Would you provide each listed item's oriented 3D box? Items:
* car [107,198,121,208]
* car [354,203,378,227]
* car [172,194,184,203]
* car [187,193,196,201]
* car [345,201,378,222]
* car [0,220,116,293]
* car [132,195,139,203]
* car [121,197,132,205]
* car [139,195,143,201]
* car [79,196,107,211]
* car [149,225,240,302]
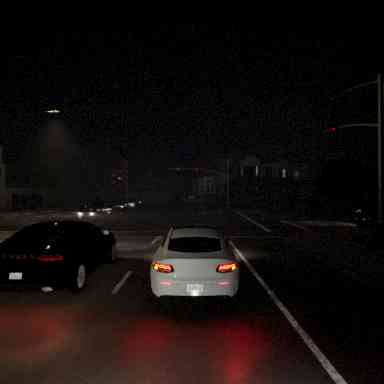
[{"bbox_3d":[-14.086,1.918,56.706,2.128,1.511,4.902,0,0,0],"label":"car"},{"bbox_3d":[13.588,1.613,21.809,4.674,1.442,1.812,0,-1,0],"label":"car"},{"bbox_3d":[-3.503,1.452,76.201,2.150,2.045,5.566,0,0,0],"label":"car"},{"bbox_3d":[-0.009,1.413,89.313,2.150,2.045,5.566,0,-1,0],"label":"car"},{"bbox_3d":[14.246,1.490,25.507,4.553,1.767,2.097,0,-1,0],"label":"car"},{"bbox_3d":[-3.430,1.498,8.971,1.882,1.535,5.008,0,0,0],"label":"car"},{"bbox_3d":[-14.008,1.821,76.343,1.895,1.301,4.718,0,1,0],"label":"car"},{"bbox_3d":[-14.019,1.910,66.479,2.033,1.411,5.357,0,1,0],"label":"car"},{"bbox_3d":[-14.009,1.536,86.639,2.097,1.767,4.553,0,0,0],"label":"car"},{"bbox_3d":[-14.102,1.604,46.862,2.150,2.045,5.566,0,-1,0],"label":"car"},{"bbox_3d":[0.066,1.540,8.185,1.812,1.442,4.674,0,0,0],"label":"car"}]
